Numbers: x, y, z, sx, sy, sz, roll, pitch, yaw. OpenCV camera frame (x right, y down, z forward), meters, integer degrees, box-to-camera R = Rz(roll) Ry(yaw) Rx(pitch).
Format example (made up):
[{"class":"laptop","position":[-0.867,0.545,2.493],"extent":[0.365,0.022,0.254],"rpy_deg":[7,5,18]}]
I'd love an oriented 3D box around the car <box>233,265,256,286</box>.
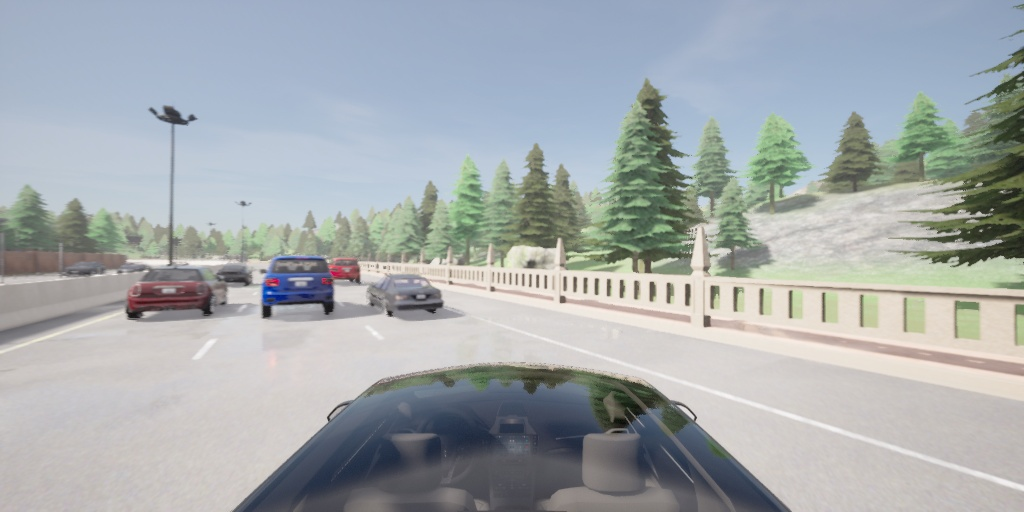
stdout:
[{"class":"car","position":[-20.214,1.399,26.277],"extent":[1.837,1.490,4.892],"rpy_deg":[1,0,-32]}]

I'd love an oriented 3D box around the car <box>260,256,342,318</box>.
[{"class":"car","position":[-8.203,1.047,13.707],"extent":[2.150,2.045,5.566],"rpy_deg":[1,-2,-33]}]

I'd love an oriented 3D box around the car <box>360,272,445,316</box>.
[{"class":"car","position":[-4.331,1.411,14.056],"extent":[2.033,1.411,5.357],"rpy_deg":[1,-1,-32]}]

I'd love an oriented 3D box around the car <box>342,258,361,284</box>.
[{"class":"car","position":[-13.686,1.195,29.037],"extent":[2.150,2.045,5.566],"rpy_deg":[1,0,-32]}]

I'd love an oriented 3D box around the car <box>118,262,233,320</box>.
[{"class":"car","position":[-12.051,1.149,13.246],"extent":[2.097,1.767,4.553],"rpy_deg":[1,-1,-32]}]

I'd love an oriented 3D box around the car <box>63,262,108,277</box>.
[{"class":"car","position":[-43.345,1.353,36.561],"extent":[1.837,1.490,4.892],"rpy_deg":[1,-1,-32]}]
